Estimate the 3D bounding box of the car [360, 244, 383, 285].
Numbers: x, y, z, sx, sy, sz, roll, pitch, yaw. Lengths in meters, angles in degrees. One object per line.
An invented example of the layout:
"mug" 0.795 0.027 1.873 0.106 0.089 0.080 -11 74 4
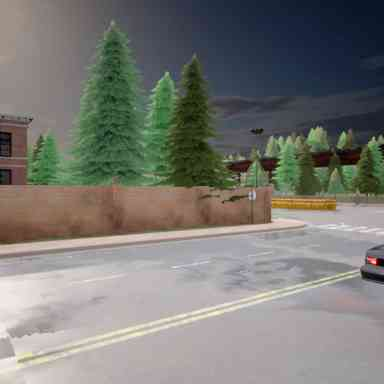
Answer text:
"car" 6.300 1.547 8.225 5.357 1.411 2.033 0 0 -35
